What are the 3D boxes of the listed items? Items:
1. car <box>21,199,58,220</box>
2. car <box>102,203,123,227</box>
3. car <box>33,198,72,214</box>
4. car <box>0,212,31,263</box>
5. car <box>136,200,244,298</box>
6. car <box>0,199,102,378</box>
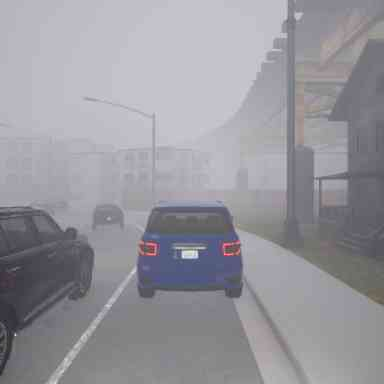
[{"bbox_3d":[-13.747,1.493,29.859,2.128,1.511,4.902,0,0,-36],"label":"car"},{"bbox_3d":[-5.793,1.478,22.426,1.882,1.535,5.008,0,0,-18],"label":"car"},{"bbox_3d":[-15.477,1.491,36.847,4.902,1.511,2.128,0,0,43],"label":"car"},{"bbox_3d":[-6.956,1.505,10.207,1.837,1.490,4.892,0,0,-3],"label":"car"},{"bbox_3d":[-0.039,1.220,8.680,2.150,2.045,5.566,0,0,0],"label":"car"},{"bbox_3d":[-3.311,1.223,5.283,2.150,2.045,5.566,0,0,0],"label":"car"}]
